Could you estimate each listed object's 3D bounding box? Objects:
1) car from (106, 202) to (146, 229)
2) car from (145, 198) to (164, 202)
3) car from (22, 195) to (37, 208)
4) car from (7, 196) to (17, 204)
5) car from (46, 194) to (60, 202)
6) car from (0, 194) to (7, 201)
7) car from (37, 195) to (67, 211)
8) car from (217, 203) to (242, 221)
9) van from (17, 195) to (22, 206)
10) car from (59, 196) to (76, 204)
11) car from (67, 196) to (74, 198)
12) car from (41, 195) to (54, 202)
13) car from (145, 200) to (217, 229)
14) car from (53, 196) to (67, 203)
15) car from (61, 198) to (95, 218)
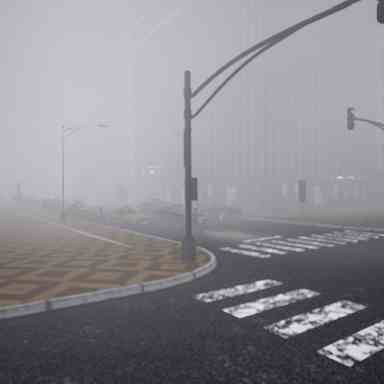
[{"bbox_3d":[-4.303,1.604,22.617,1.752,1.417,4.829,-1,0,-36],"label":"car"},{"bbox_3d":[-4.324,1.425,36.489,1.967,1.590,4.097,-1,0,-36],"label":"car"},{"bbox_3d":[-23.727,1.464,49.926,1.967,1.590,4.097,-1,0,-36],"label":"car"},{"bbox_3d":[-33.441,1.547,63.474,2.008,1.369,4.403,-1,0,-36],"label":"car"},{"bbox_3d":[-30.276,1.352,72.581,1.967,1.590,4.097,-1,0,-36],"label":"car"},{"bbox_3d":[-46.395,1.502,81.537,1.887,1.381,4.507,-1,0,-36],"label":"car"},{"bbox_3d":[-17.250,1.482,40.894,1.967,1.590,4.097,-1,0,-36],"label":"car"},{"bbox_3d":[2.212,1.553,27.498,2.008,1.369,4.403,-1,0,-36],"label":"car"},{"bbox_3d":[-26.966,1.356,54.441,1.690,1.788,3.998,-1,0,-36],"label":"van"},{"bbox_3d":[-23.799,1.482,63.550,2.008,1.369,4.403,-1,0,-36],"label":"car"},{"bbox_3d":[-19.360,1.529,48.238,2.033,1.411,5.357,-1,0,-36],"label":"car"},{"bbox_3d":[-33.614,1.428,77.236,1.752,1.417,4.829,-1,0,-36],"label":"car"},{"bbox_3d":[-0.888,1.553,22.477,2.128,1.511,4.902,-1,1,-36],"label":"car"},{"bbox_3d":[-27.038,1.504,68.066,1.802,1.307,4.206,-1,0,-36],"label":"car"},{"bbox_3d":[-10.723,1.586,31.691,1.752,1.417,4.829,-1,0,-36],"label":"car"}]
